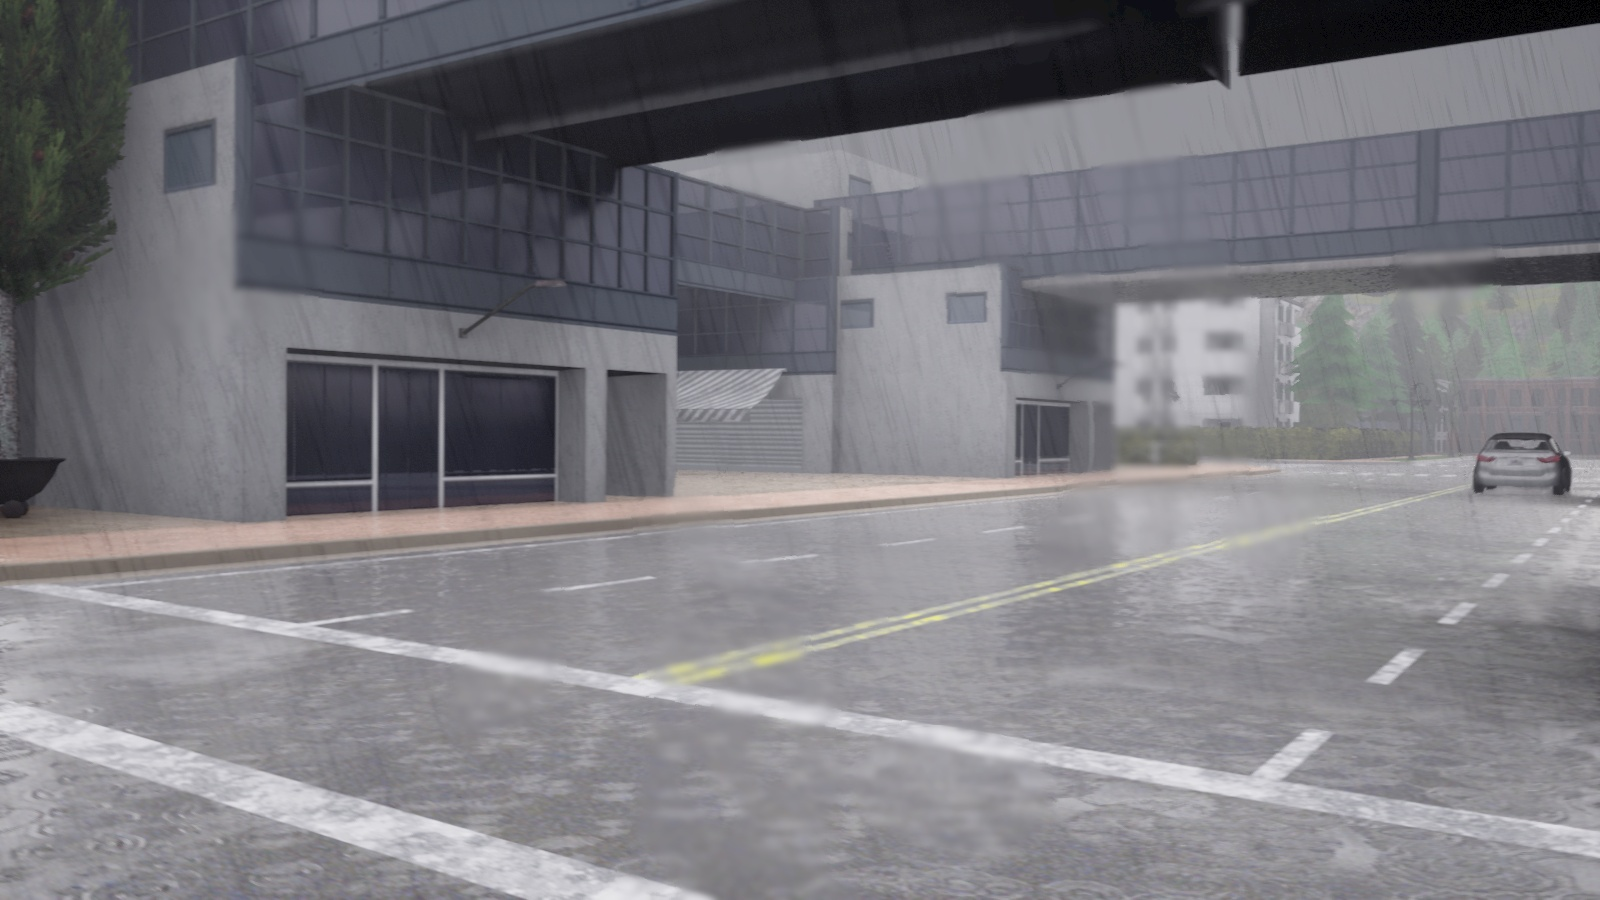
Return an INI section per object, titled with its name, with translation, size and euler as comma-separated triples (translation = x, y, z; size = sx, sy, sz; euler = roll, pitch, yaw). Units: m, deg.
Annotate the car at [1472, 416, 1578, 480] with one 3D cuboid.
[car]
translation = 20.511, -0.094, 35.422
size = 2.242, 1.667, 4.611
euler = 0, 1, 34
